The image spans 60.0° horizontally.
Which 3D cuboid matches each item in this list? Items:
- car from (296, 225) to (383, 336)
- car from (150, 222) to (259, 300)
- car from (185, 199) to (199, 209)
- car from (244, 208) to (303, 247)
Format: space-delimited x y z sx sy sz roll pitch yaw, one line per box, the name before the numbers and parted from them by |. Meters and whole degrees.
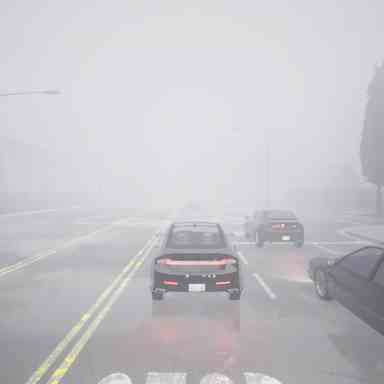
car | 3.587 1.547 5.312 2.033 1.411 5.357 0 0 0
car | 0.080 1.492 8.357 2.128 1.511 4.902 0 0 0
car | -0.007 1.601 44.142 1.895 1.301 4.718 0 0 0
car | 3.563 1.505 15.058 1.837 1.490 4.892 0 0 0
